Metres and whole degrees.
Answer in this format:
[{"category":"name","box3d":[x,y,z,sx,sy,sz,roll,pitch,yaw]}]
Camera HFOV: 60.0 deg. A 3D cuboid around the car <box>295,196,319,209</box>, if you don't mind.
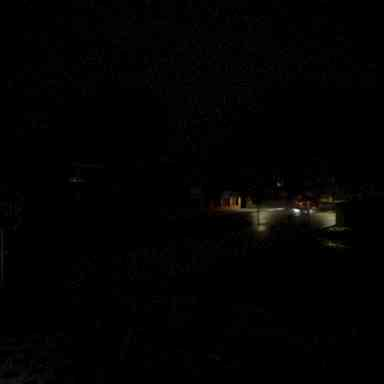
[{"category":"car","box3d":[15.787,1.364,45.651,2.097,1.767,4.553,0,0,36]}]
